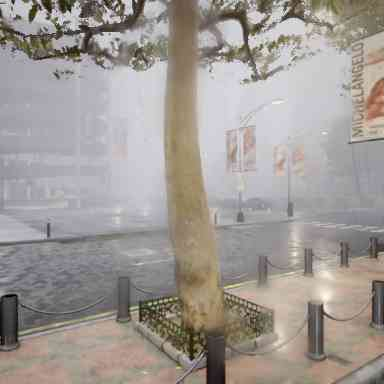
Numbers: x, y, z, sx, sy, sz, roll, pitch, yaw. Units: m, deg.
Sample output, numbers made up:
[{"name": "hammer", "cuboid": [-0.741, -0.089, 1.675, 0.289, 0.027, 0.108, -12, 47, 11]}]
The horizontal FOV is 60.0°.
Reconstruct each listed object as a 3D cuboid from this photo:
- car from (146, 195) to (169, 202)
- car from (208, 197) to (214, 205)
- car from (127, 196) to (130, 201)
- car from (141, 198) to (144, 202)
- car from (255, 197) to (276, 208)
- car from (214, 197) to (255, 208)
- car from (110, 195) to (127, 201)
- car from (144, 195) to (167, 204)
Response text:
[{"name": "car", "cuboid": [-7.932, 1.525, 77.283, 4.902, 1.511, 2.128, 0, 0, 26]}, {"name": "car", "cuboid": [4.178, 1.547, 55.966, 2.033, 1.411, 5.357, 0, 0, -36]}, {"name": "car", "cuboid": [-17.525, 1.440, 81.099, 4.892, 1.490, 1.837, 0, 0, 12]}, {"name": "car", "cuboid": [-8.956, 1.478, 73.872, 5.008, 1.535, 1.882, 0, 0, 30]}, {"name": "car", "cuboid": [9.825, 1.505, 48.023, 1.837, 1.490, 4.892, 0, 0, -36]}, {"name": "car", "cuboid": [5.980, 1.547, 47.423, 2.033, 1.411, 5.357, 0, 0, -35]}, {"name": "car", "cuboid": [-18.488, 1.427, 77.735, 5.008, 1.535, 1.882, 0, 0, 12]}, {"name": "car", "cuboid": [-6.310, 1.505, 62.950, 4.892, 1.490, 1.837, 0, 0, 42]}]
